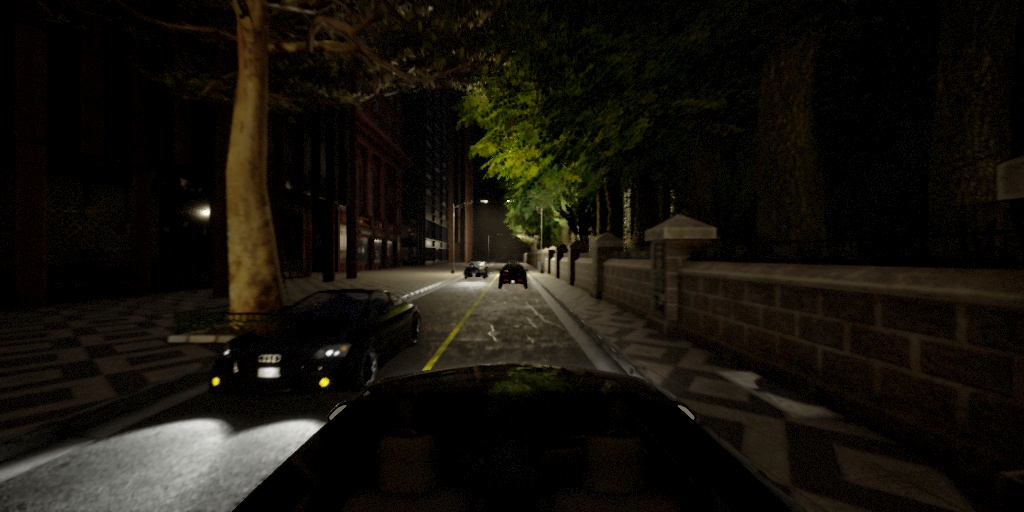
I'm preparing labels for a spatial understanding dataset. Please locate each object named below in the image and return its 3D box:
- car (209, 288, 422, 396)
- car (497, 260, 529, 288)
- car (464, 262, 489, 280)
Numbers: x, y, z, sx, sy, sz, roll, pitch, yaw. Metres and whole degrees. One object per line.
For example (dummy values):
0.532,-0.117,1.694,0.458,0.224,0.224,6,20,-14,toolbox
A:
-3.082,1.309,6.596,1.994,1.385,4.181,0,0,1,car
0.070,1.249,23.842,1.837,1.490,4.892,0,1,0,car
-3.045,1.240,31.422,2.128,1.511,4.902,0,0,1,car
